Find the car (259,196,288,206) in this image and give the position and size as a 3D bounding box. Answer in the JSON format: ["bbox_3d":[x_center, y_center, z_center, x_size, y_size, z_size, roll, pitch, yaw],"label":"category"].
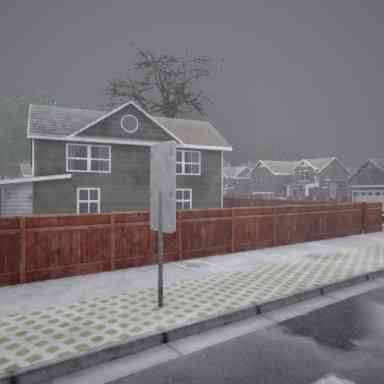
[{"bbox_3d":[9.171,1.238,35.543,2.097,1.767,4.553,0,0,-27],"label":"car"}]

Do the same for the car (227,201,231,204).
[{"bbox_3d":[3.946,1.358,46.494,1.812,1.442,4.674,0,0,-26],"label":"car"}]

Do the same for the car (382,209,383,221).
[{"bbox_3d":[13.253,1.497,26.260,1.994,1.385,4.181,0,0,-23],"label":"car"}]
